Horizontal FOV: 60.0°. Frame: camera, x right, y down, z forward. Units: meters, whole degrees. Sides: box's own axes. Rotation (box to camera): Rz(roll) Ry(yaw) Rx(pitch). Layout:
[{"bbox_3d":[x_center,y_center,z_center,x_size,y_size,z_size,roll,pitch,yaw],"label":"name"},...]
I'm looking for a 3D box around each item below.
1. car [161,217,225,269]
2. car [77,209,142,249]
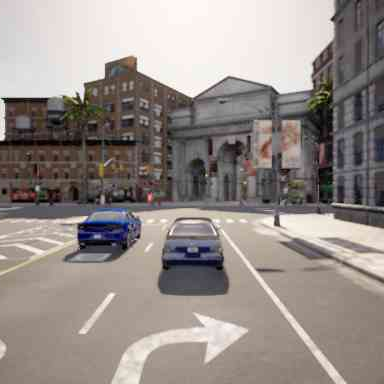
[{"bbox_3d":[0.040,1.548,11.134,2.033,1.411,5.357,0,0,0],"label":"car"},{"bbox_3d":[-3.435,1.478,14.611,1.882,1.535,5.008,0,0,0],"label":"car"}]
